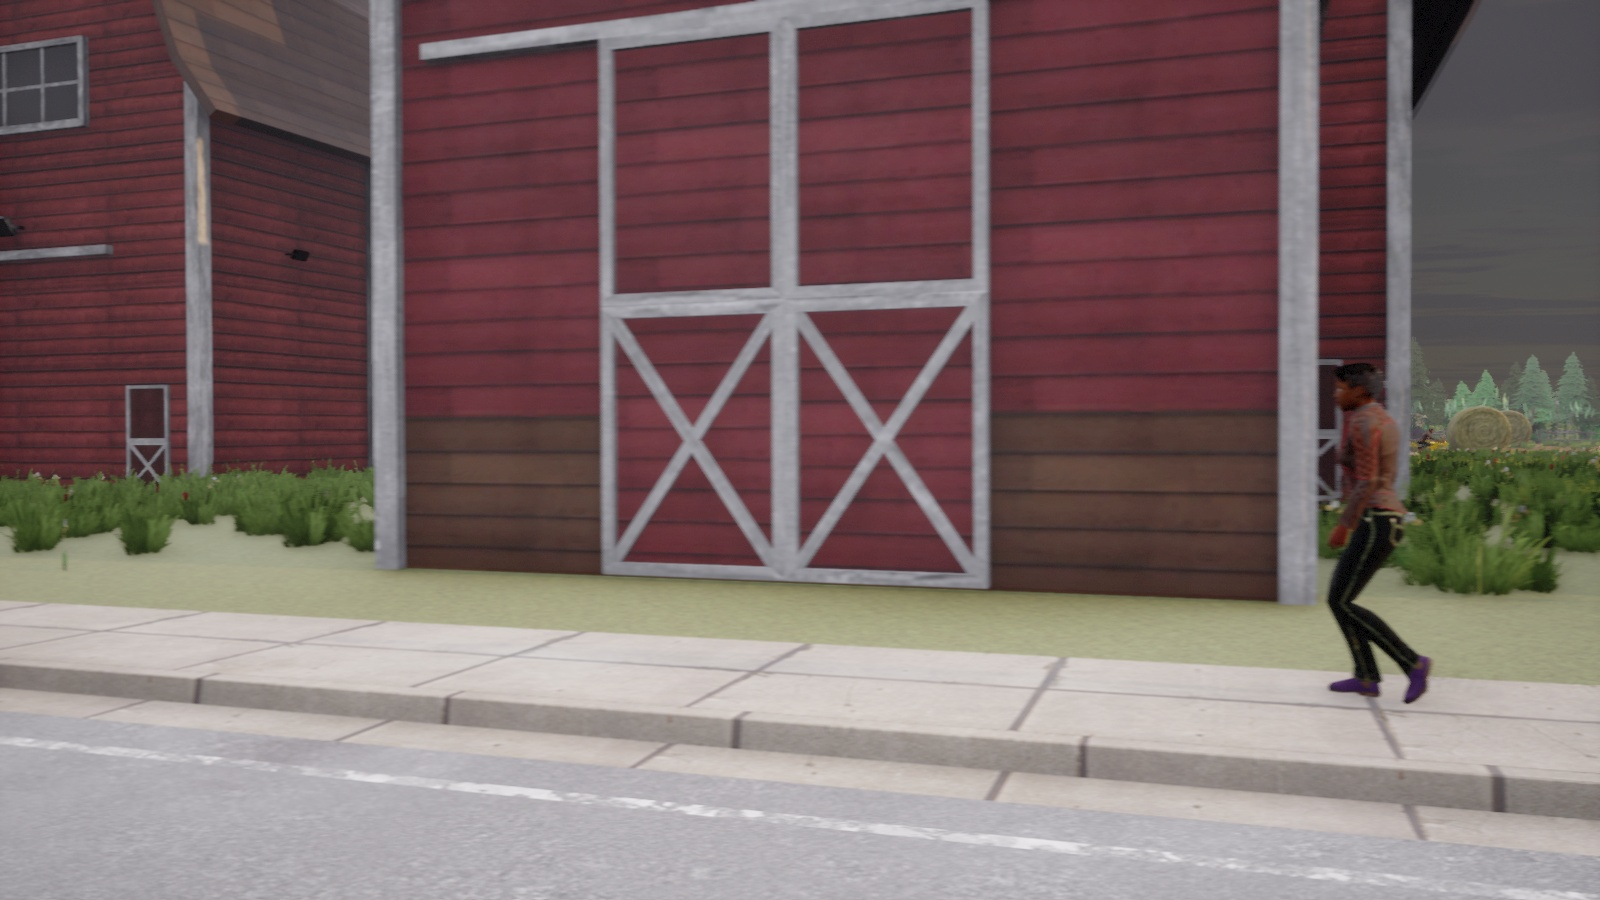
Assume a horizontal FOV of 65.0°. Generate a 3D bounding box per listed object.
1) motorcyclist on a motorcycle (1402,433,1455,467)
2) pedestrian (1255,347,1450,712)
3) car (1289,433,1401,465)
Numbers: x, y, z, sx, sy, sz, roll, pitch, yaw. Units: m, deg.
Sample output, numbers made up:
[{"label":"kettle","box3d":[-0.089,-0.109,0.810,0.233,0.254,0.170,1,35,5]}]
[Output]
[{"label":"motorcyclist on a motorcycle","box3d":[28.198,-0.015,56.385,2.044,1.523,0.797,1,1,19]},{"label":"pedestrian","box3d":[2.890,0.387,6.588,0.869,1.805,0.328,1,1,36]},{"label":"car","box3d":[26.265,-0.075,60.726,4.792,1.488,2.163,1,1,19]}]
